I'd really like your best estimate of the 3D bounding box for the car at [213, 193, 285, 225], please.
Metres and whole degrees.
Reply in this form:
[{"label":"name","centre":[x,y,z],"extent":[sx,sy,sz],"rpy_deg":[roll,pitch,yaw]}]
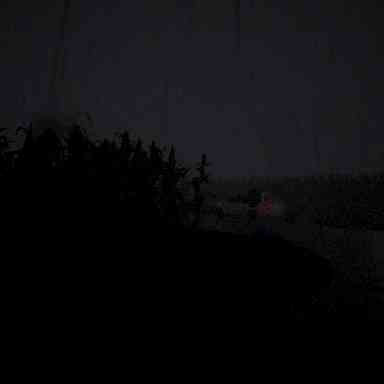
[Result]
[{"label":"car","centre":[3.865,1.088,23.482],"extent":[2.150,2.045,5.566],"rpy_deg":[-1,1,-37]}]
